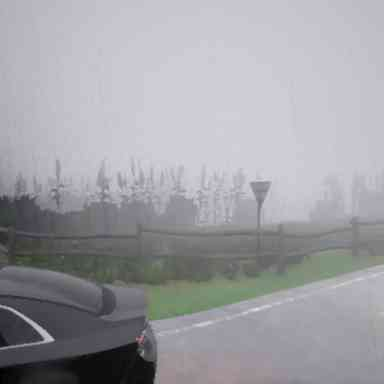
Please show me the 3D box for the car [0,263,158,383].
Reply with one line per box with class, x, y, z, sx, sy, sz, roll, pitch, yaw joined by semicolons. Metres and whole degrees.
car;-2.754;1.505;2.911;4.892;1.490;1.837;0;1;-19
